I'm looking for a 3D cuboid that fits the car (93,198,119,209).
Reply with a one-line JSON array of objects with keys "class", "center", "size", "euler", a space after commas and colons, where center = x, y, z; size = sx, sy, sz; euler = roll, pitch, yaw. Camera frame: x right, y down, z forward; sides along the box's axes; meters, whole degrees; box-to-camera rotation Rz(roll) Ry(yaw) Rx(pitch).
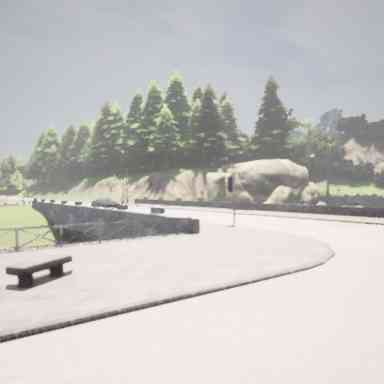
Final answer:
[{"class": "car", "center": [-11.136, 1.433, 42.732], "size": [2.033, 1.411, 5.357], "euler": [-1, 0, -35]}]
